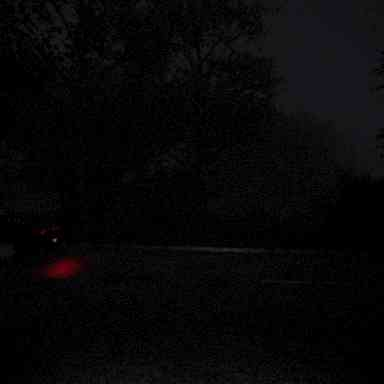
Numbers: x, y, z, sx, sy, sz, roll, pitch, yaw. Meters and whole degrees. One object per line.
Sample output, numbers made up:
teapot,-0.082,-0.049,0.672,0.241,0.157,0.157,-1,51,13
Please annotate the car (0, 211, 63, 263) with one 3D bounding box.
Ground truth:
car,-6.909,1.399,11.113,5.008,1.535,1.882,0,-1,6
